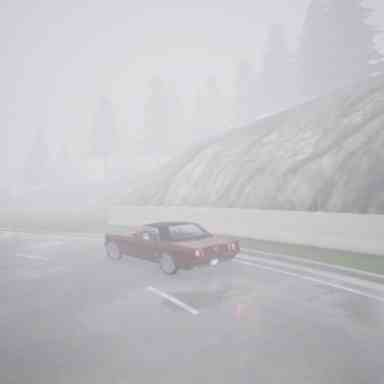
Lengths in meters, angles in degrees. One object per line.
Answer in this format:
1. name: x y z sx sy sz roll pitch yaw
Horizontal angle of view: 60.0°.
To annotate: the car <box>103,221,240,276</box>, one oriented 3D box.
1. car: -0.897 1.567 10.313 1.895 1.301 4.718 -2 0 -42
